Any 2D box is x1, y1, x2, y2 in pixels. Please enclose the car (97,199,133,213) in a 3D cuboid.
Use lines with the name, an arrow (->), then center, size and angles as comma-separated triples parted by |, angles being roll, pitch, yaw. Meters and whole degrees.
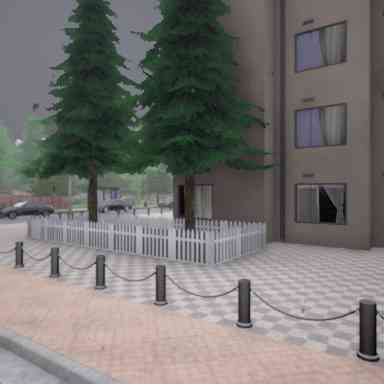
car -> -8.663, 1.467, 36.134 | 2.128, 1.511, 4.902 | 0, 0, 37

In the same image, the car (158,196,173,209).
car -> -2.491, 1.327, 44.299 | 2.097, 1.767, 4.553 | 0, 0, 37

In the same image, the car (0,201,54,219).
car -> -14.255, 1.501, 28.674 | 1.812, 1.442, 4.674 | 0, 0, 37
